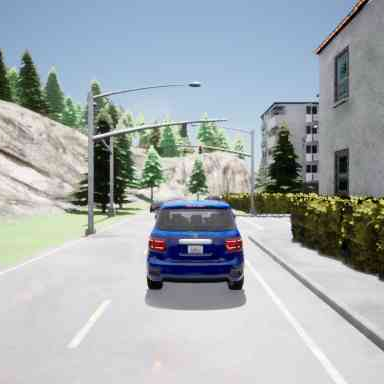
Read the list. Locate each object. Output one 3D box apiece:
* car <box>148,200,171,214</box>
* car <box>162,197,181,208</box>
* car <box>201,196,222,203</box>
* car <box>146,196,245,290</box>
[{"bbox_3d":[-3.513,1.564,36.634,1.994,1.385,4.181,0,0,1],"label":"car"},{"bbox_3d":[-3.025,1.489,50.188,2.128,1.511,4.902,0,0,6],"label":"car"},{"bbox_3d":[3.946,1.507,67.928,1.837,1.490,4.892,0,-1,38],"label":"car"},{"bbox_3d":[0.087,1.221,9.226,2.150,2.045,5.566,0,0,0],"label":"car"}]
